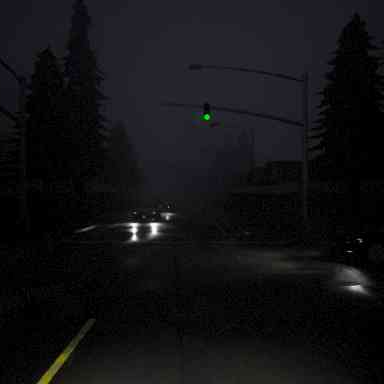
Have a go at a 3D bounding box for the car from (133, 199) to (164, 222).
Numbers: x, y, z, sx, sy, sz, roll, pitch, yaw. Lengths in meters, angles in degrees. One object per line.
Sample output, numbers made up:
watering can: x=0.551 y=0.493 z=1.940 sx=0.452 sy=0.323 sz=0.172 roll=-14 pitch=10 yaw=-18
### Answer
car: x=-3.551 y=1.537 z=26.793 sx=1.812 sy=1.442 sz=4.674 roll=0 pitch=0 yaw=0

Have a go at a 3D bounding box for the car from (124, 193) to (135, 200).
car: x=-16.690 y=1.113 z=81.134 sx=3.866 sy=1.878 sz=1.905 roll=0 pitch=0 yaw=0

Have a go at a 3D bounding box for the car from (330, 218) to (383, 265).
car: x=7.239 y=1.464 z=11.043 sx=5.008 sy=1.535 sz=1.882 roll=0 pitch=0 yaw=0

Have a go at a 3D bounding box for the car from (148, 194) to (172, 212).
car: x=-3.541 y=1.238 z=39.635 sx=2.150 sy=2.045 sz=5.566 roll=0 pitch=0 yaw=0
